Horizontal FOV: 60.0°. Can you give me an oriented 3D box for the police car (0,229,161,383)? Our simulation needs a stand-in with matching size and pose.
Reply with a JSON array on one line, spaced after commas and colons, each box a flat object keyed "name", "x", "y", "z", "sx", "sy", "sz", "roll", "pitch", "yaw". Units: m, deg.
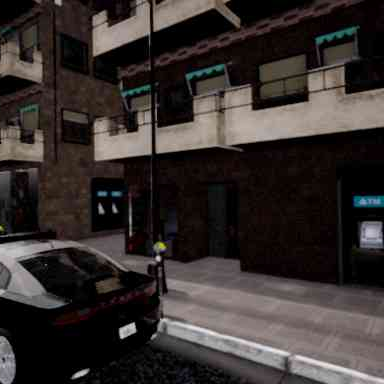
[{"name": "police car", "x": -2.872, "y": 1.468, "z": 5.473, "sx": 5.238, "sy": 1.638, "sz": 1.930, "roll": -1, "pitch": 0, "yaw": 36}]
